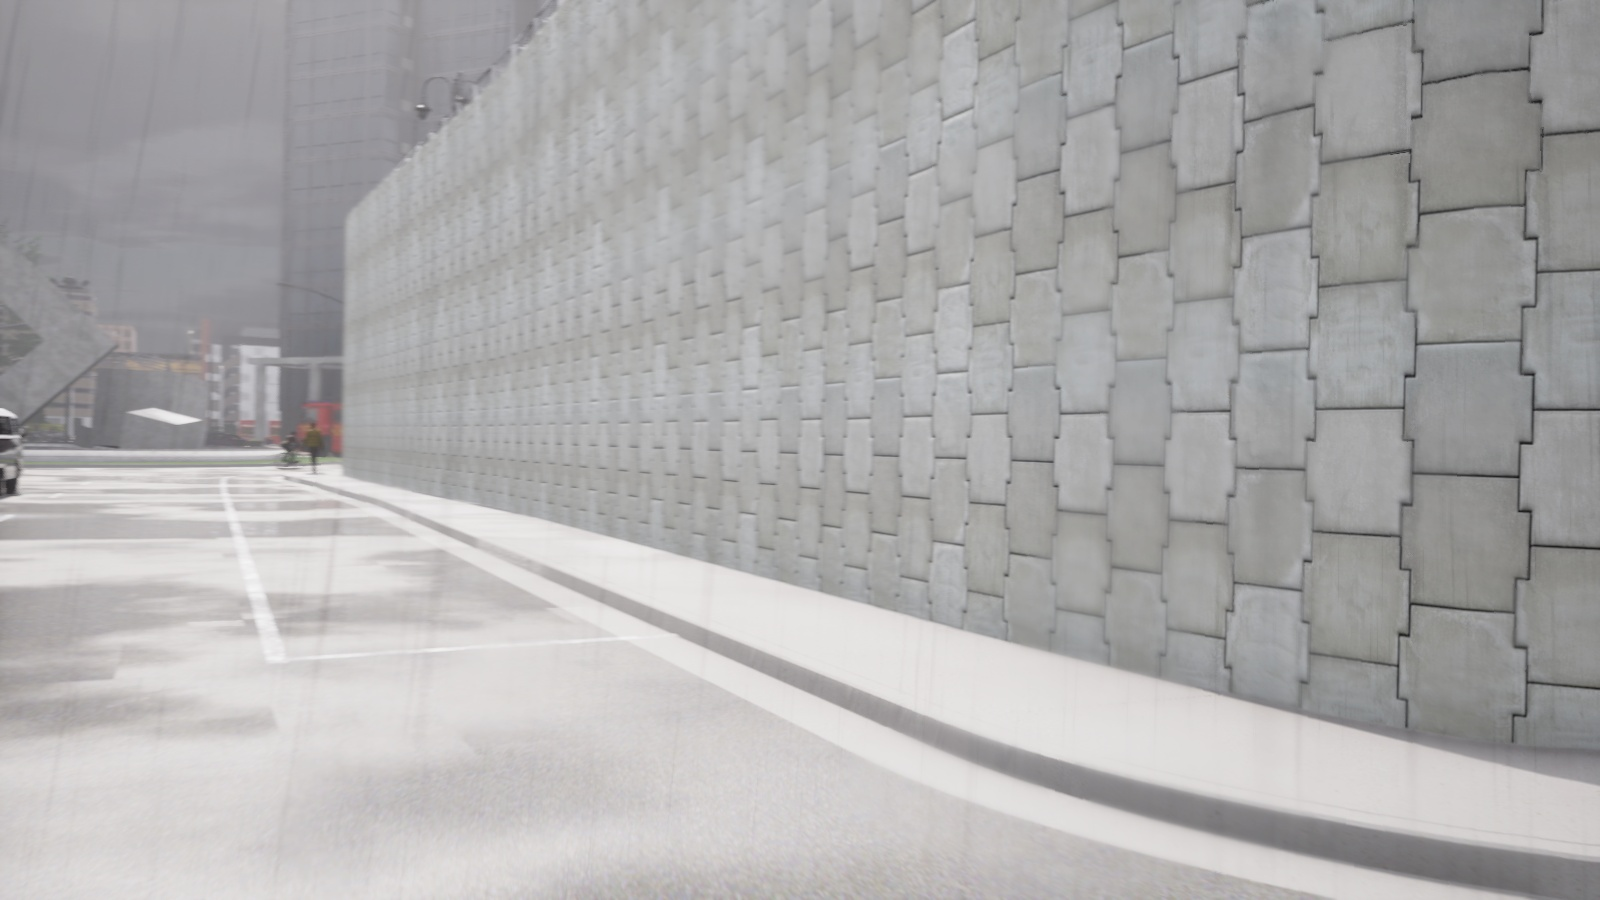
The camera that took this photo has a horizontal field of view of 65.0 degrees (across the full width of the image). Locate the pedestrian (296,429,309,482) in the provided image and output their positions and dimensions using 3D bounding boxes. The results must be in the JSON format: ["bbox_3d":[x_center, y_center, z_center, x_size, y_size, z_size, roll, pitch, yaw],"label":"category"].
[{"bbox_3d":[-17.191,0.184,43.352,0.370,1.835,0.726,0,0,-25],"label":"pedestrian"}]

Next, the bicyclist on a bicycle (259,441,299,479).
[{"bbox_3d":[-22.300,0.414,53.793,0.582,1.620,1.656,0,0,21],"label":"bicyclist on a bicycle"}]

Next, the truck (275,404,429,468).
[{"bbox_3d":[-27.369,-0.839,76.938,8.468,3.827,2.891,0,0,6],"label":"truck"}]

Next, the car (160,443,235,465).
[{"bbox_3d":[-40.300,0.269,83.985,4.193,1.474,1.816,0,0,5],"label":"car"}]

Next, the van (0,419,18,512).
[{"bbox_3d":[-18.734,0.331,27.703,2.069,2.038,4.480,0,0,-26],"label":"van"}]
